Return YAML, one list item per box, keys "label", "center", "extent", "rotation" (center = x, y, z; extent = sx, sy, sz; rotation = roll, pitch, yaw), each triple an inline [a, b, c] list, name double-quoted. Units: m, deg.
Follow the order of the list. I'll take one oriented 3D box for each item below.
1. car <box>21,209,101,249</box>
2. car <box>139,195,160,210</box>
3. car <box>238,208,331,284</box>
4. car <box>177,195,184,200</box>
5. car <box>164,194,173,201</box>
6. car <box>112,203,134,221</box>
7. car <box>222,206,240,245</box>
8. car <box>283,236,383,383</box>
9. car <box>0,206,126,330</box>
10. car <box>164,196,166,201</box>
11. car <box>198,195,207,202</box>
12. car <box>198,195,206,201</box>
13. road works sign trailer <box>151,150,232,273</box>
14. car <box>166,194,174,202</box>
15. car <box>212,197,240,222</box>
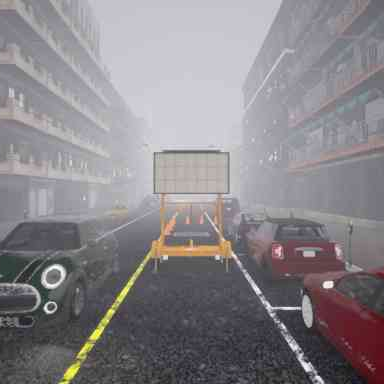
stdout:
- label: "car"
  center: [-5.713, 1.569, 15.171]
  extent: [1.947, 1.339, 4.313]
  rotation: [0, 0, 0]
- label: "car"
  center: [-5.757, 1.441, 43.355]
  extent: [1.967, 1.590, 4.097]
  rotation: [0, 0, 0]
- label: "car"
  center: [2.677, 1.442, 9.546]
  extent: [1.967, 1.590, 4.097]
  rotation: [0, 0, 0]
- label: "car"
  center: [-3.139, 1.497, 89.316]
  extent: [1.837, 1.490, 4.892]
  rotation: [0, 0, 0]
- label: "car"
  center: [-5.818, 1.432, 82.809]
  extent: [1.967, 1.590, 4.097]
  rotation: [0, 0, 0]
- label: "car"
  center: [-5.730, 1.528, 26.275]
  extent: [1.752, 1.417, 4.829]
  rotation: [0, 0, 0]
- label: "car"
  center: [2.668, 1.553, 15.181]
  extent: [2.008, 1.369, 4.403]
  rotation: [0, 0, 0]
- label: "car"
  center: [2.686, 1.546, 3.909]
  extent: [1.887, 1.381, 4.507]
  rotation: [0, 0, 0]
- label: "car"
  center: [-3.011, 1.354, 7.212]
  extent: [2.097, 1.767, 4.553]
  rotation: [0, 0, 0]
- label: "car"
  center: [-5.775, 1.582, 54.628]
  extent: [1.802, 1.307, 4.206]
  rotation: [0, 0, 0]
- label: "car"
  center: [2.571, 1.519, 77.352]
  extent: [1.752, 1.417, 4.829]
  rotation: [0, 0, 0]
- label: "car"
  center: [2.553, 1.535, 88.455]
  extent: [1.887, 1.381, 4.507]
  rotation: [0, 0, 0]
- label: "road works sign trailer"
  center: [-0.017, 0.466, 10.674]
  extent: [2.380, 3.560, 2.880]
  rotation: [0, 0, 0]
- label: "car"
  center: [-5.808, 1.309, 77.173]
  extent: [2.192, 1.841, 5.009]
  rotation: [0, 0, 0]
- label: "car"
  center: [2.652, 1.318, 26.454]
  extent: [2.192, 1.841, 5.009]
  rotation: [0, 0, 0]
